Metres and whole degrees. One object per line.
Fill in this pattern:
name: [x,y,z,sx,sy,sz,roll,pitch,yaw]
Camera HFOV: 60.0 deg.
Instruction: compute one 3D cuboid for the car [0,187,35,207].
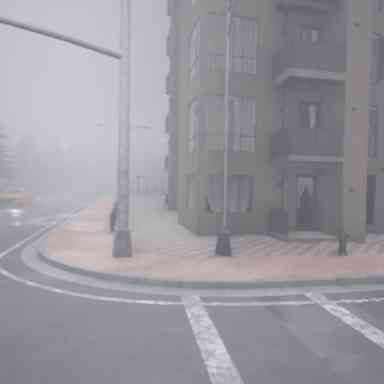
car: [-14.757,0.377,27.986,1.882,1.535,5.008,1,2,-11]
